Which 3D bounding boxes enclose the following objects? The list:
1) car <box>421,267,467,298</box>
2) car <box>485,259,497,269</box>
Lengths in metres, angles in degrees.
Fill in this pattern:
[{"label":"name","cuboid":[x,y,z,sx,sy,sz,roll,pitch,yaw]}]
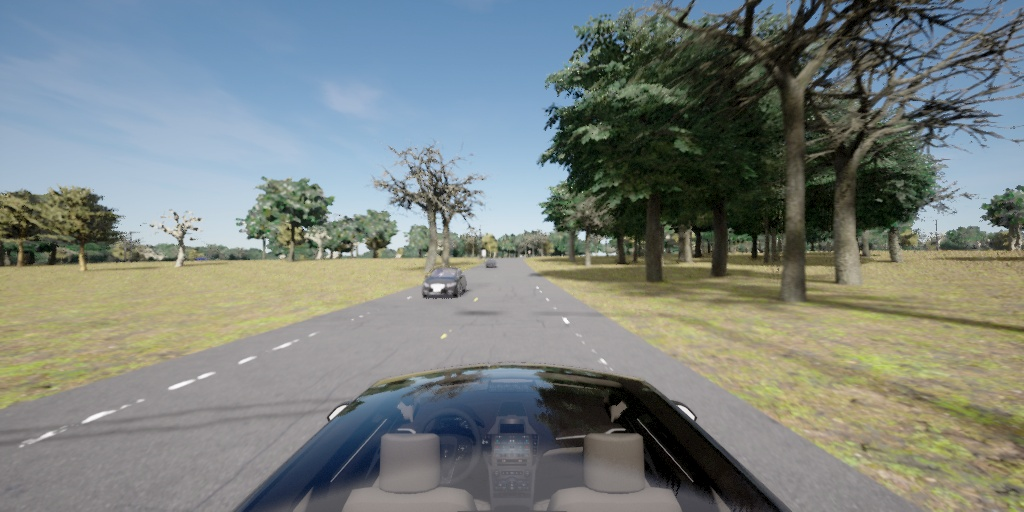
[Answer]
[{"label":"car","cuboid":[-3.602,1.387,19.751,2.128,1.511,4.902,0,0,0]},{"label":"car","cuboid":[-3.555,1.320,61.026,1.837,1.490,4.892,0,1,1]}]
